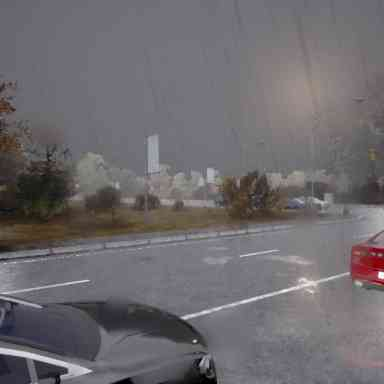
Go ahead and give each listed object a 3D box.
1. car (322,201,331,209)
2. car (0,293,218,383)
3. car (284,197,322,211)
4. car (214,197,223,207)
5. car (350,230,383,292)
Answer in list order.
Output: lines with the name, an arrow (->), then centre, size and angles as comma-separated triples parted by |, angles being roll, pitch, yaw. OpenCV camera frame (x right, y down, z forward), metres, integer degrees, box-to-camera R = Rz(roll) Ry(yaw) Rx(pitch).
car -> 13.918, 1.281, 39.172 | 1.812, 1.442, 4.674 | -1, 0, -39
car -> -1.990, 1.492, 2.311 | 4.902, 1.511, 2.128 | 0, 0, -35
car -> 11.132, 1.334, 37.020 | 2.033, 1.411, 5.357 | -1, 0, -39
car -> 5.076, 1.296, 44.572 | 1.837, 1.490, 4.892 | -1, 0, -39
car -> 5.726, 1.445, 7.826 | 5.008, 1.535, 1.882 | 0, 0, -35
